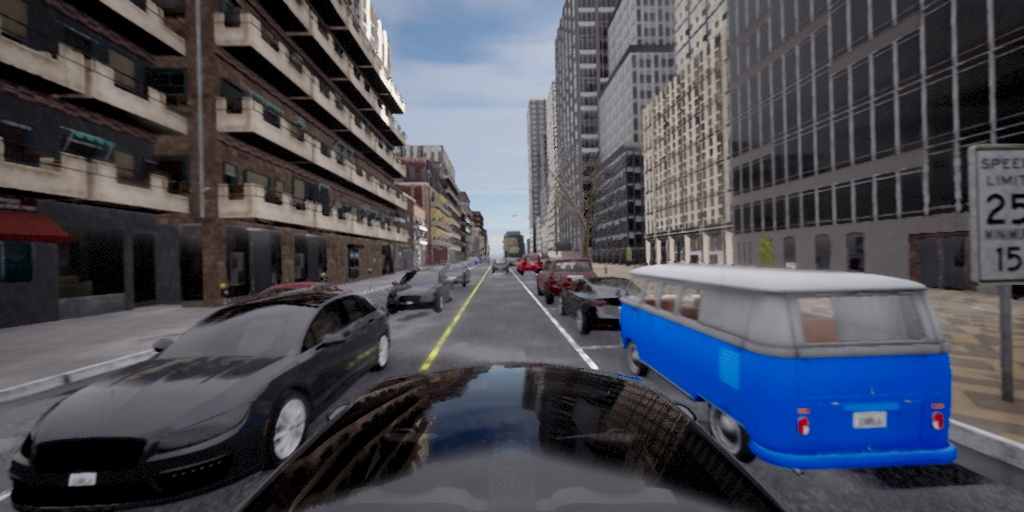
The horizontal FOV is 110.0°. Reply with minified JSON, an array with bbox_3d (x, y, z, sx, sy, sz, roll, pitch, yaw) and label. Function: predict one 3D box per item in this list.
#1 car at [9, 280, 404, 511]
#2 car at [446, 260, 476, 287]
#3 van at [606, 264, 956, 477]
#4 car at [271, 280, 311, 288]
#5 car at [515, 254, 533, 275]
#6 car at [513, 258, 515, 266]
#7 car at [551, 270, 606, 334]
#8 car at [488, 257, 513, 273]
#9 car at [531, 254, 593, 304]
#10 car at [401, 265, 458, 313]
[{"bbox_3d":[-3.131,1.319,4.954,1.837,1.490,4.892,-1,0,-2],"label":"car"},{"bbox_3d":[-3.880,1.266,24.603,2.128,1.511,4.902,-1,0,-2],"label":"car"},{"bbox_3d":[2.695,1.018,4.608,1.690,1.789,3.998,0,0,-2],"label":"van"},{"bbox_3d":[-5.890,1.410,9.805,1.888,1.381,4.507,0,0,-2],"label":"car"},{"bbox_3d":[1.848,0.836,36.627,2.150,2.045,5.566,-1,0,-2],"label":"car"},{"bbox_3d":[1.588,0.949,43.563,2.097,1.767,4.553,-1,0,-2],"label":"car"},{"bbox_3d":[2.482,1.231,10.127,1.948,1.339,4.313,0,0,-2],"label":"car"},{"bbox_3d":[-1.325,1.164,41.006,2.128,1.511,4.902,-1,0,-2],"label":"car"},{"bbox_3d":[2.268,0.969,15.646,2.192,1.841,5.009,0,0,-2],"label":"car"},{"bbox_3d":[-3.492,1.299,14.323,1.837,1.490,4.892,-1,0,-2],"label":"car"}]
